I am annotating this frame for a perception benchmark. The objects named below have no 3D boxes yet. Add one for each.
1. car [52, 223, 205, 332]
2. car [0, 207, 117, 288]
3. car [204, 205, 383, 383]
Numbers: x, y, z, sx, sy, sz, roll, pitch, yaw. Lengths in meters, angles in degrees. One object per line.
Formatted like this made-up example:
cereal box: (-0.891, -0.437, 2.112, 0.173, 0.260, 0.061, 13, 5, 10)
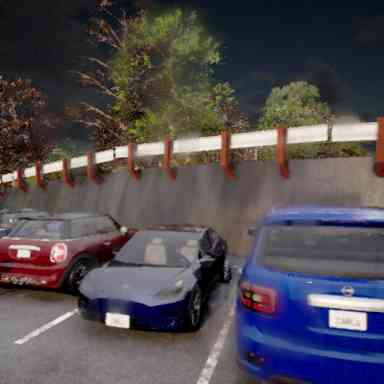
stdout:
car: (-0.431, 1.488, 7.142, 2.163, 1.488, 4.792, 1, 0, 16)
car: (-2.891, 1.313, 8.899, 2.185, 1.767, 4.553, 0, -1, 15)
car: (2.050, 1.227, 5.448, 2.435, 2.045, 5.566, 0, 0, 15)
